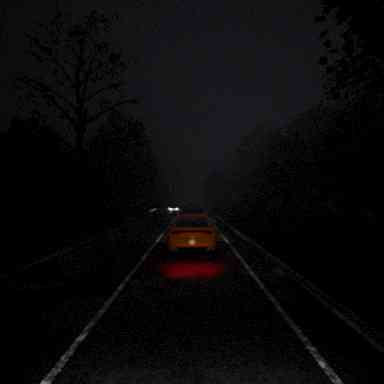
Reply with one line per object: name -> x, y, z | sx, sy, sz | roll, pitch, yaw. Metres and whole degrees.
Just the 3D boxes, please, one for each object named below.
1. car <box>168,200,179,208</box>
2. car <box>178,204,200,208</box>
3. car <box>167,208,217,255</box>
car -> -3.536, 2.317, 64.625 | 2.128, 1.511, 4.902 | 0, 0, 1
car -> 0.022, 1.902, 29.285 | 1.882, 1.535, 5.008 | 0, -1, 0
car -> 0.024, 1.662, 14.301 | 1.882, 1.535, 5.008 | 0, -1, 0
